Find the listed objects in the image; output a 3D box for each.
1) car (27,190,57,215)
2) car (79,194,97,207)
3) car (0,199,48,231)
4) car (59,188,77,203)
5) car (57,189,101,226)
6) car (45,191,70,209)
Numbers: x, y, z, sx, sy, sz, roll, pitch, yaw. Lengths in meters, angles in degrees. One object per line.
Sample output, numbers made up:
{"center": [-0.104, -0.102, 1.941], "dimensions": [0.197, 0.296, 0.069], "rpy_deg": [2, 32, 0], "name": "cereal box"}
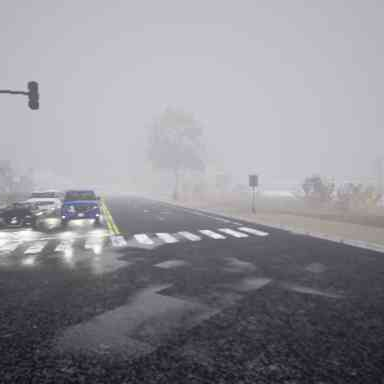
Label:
{"center": [-12.506, 0.863, 28.279], "dimensions": [2.150, 2.045, 5.566], "rpy_deg": [-2, 1, -16], "name": "car"}
{"center": [-12.645, 0.958, 40.508], "dimensions": [1.895, 1.301, 4.718], "rpy_deg": [-2, 1, -16], "name": "car"}
{"center": [-9.885, 1.349, 19.304], "dimensions": [1.994, 1.385, 4.181], "rpy_deg": [-2, 1, -16], "name": "car"}
{"center": [-19.504, 0.505, 52.654], "dimensions": [2.150, 2.045, 5.566], "rpy_deg": [-2, 1, -16], "name": "car"}
{"center": [-7.089, 0.885, 21.213], "dimensions": [2.150, 2.045, 5.566], "rpy_deg": [-2, 1, -18], "name": "car"}
{"center": [-15.293, 0.841, 37.919], "dimensions": [2.097, 1.767, 4.553], "rpy_deg": [-2, 1, -16], "name": "car"}
